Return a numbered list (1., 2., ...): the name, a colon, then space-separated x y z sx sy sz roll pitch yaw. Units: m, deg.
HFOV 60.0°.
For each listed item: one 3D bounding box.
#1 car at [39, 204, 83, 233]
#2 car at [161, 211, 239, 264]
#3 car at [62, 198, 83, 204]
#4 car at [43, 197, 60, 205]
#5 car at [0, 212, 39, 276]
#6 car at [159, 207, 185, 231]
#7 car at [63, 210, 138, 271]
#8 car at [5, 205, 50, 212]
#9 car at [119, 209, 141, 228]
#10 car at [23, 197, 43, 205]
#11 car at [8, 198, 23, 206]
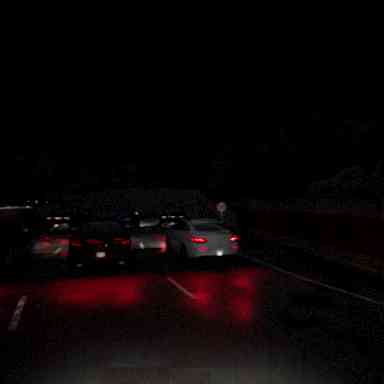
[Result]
1. car: -8.191 1.820 22.423 2.128 1.511 4.902 -1 0 -1
2. car: 0.247 1.663 12.396 1.812 1.442 4.674 0 -1 -15
3. car: -22.214 1.889 63.021 2.033 1.411 5.357 -1 1 0
4. car: -25.714 1.879 62.874 1.837 1.490 4.892 -1 1 0
5. car: -6.522 1.652 10.703 1.882 1.535 5.008 0 -1 -15
6. car: -1.197 1.758 22.735 2.128 1.511 4.902 -1 0 -1
7. car: -3.179 1.635 11.730 1.882 1.535 5.008 0 -1 -15
8. car: -11.689 1.887 22.658 1.812 1.442 4.674 -1 0 0
9. car: -4.692 1.860 22.575 1.994 1.385 4.181 -1 0 -1
10. car: -29.214 1.769 62.790 2.097 1.767 4.553 -1 1 0
11. car: -32.712 1.972 62.763 2.128 1.511 4.902 -1 1 0
